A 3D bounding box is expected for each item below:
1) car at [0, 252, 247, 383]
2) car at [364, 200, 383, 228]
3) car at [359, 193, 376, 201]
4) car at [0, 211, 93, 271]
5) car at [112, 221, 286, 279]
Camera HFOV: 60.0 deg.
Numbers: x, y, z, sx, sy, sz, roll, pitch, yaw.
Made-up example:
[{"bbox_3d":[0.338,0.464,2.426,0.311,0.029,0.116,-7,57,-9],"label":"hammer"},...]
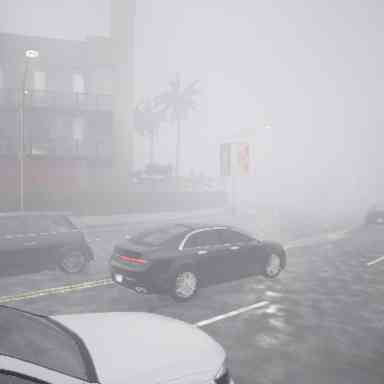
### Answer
[{"bbox_3d":[-1.766,1.524,2.213,4.674,1.442,1.812,0,0,-36],"label":"car"},{"bbox_3d":[12.384,1.517,21.623,1.812,1.442,4.674,0,0,33],"label":"car"},{"bbox_3d":[36.605,1.225,70.992,2.185,1.767,4.553,0,0,-14],"label":"car"},{"bbox_3d":[-5.055,1.343,8.685,4.553,1.767,2.097,0,0,-38],"label":"car"},{"bbox_3d":[0.382,1.499,8.289,4.892,1.490,1.837,0,0,-40],"label":"car"}]
